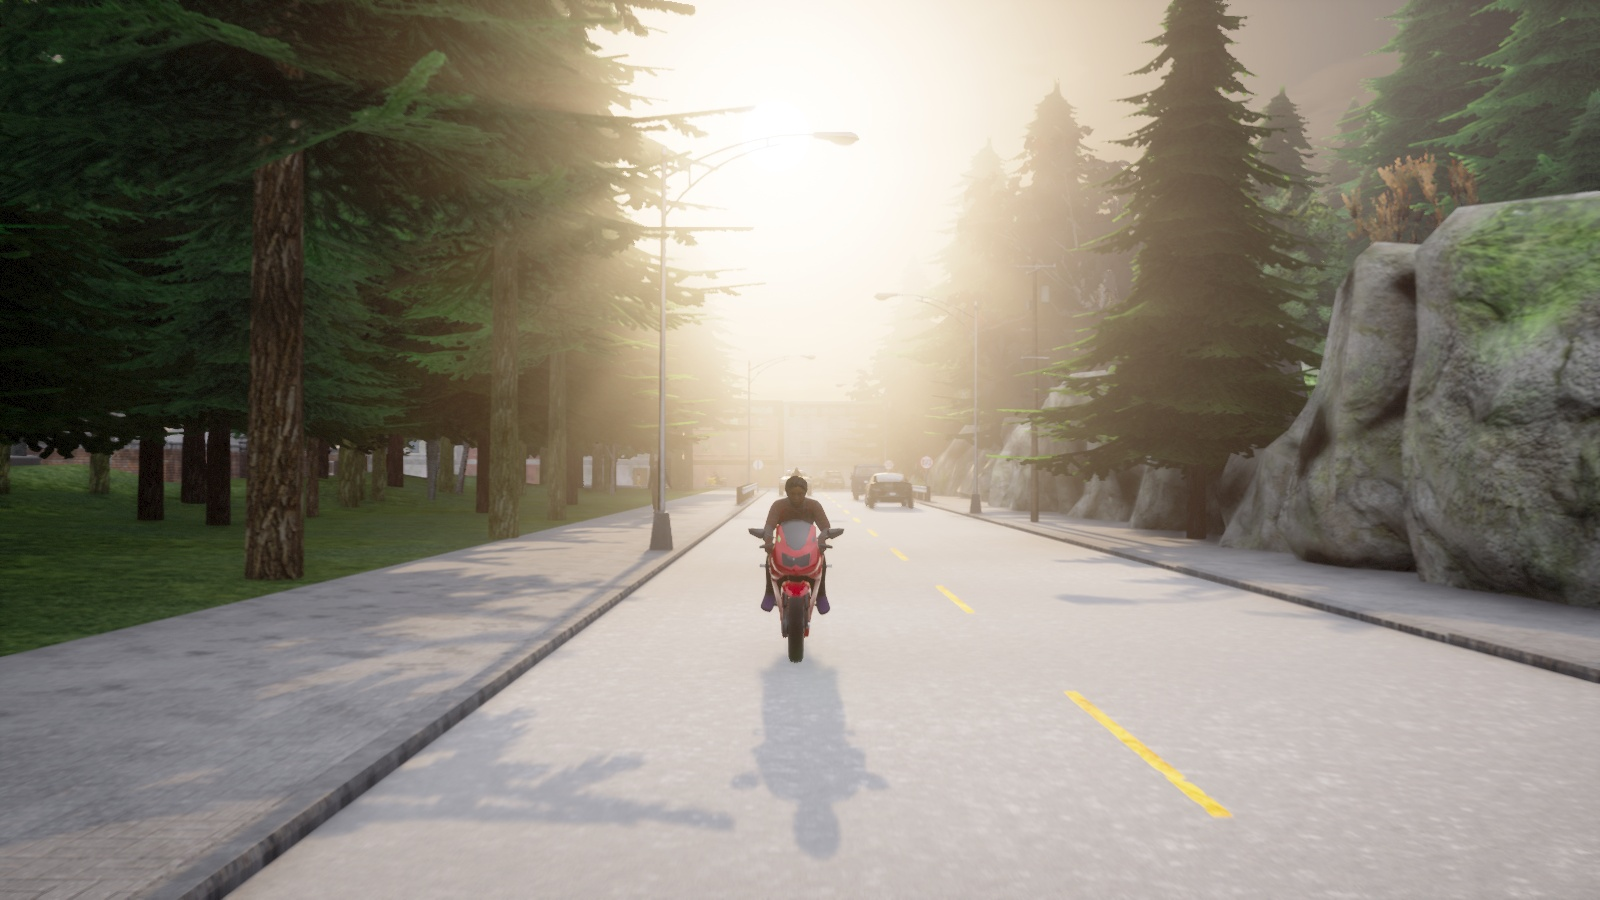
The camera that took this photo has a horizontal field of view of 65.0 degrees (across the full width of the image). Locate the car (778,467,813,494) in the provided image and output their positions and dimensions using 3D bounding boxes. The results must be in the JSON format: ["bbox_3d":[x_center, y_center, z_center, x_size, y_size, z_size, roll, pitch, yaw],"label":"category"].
[{"bbox_3d":[-0.281,1.943,80.499,2.152,1.651,5.027,0,-1,0],"label":"car"}]

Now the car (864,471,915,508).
[{"bbox_3d":[3.870,1.699,55.074,1.882,1.535,5.008,0,-1,0],"label":"car"}]

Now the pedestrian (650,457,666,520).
[{"bbox_3d":[-4.466,1.203,39.472,0.423,1.949,0.788,0,-1,-1],"label":"pedestrian"}]

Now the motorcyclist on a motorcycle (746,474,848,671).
[{"bbox_3d":[-0.026,0.978,10.855,0.797,1.523,2.044,0,-1,0],"label":"motorcyclist on a motorcycle"}]

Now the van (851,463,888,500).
[{"bbox_3d":[3.794,1.713,69.280,1.775,1.987,4.442,0,-1,0],"label":"van"}]
